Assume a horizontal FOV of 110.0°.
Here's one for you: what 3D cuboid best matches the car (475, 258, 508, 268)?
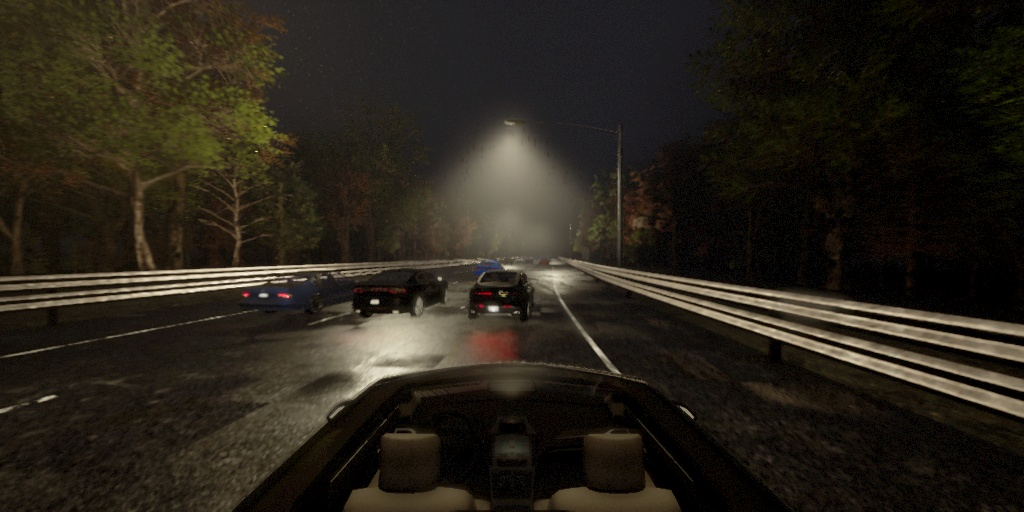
[{"bbox_3d":[-1.823,1.164,29.874,1.882,1.535,5.008,0,0,6],"label":"car"}]

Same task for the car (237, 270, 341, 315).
[{"bbox_3d":[-7.200,1.231,13.283,2.033,1.411,5.357,0,0,6],"label":"car"}]

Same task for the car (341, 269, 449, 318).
[{"bbox_3d":[-3.719,1.187,12.910,1.882,1.535,5.008,0,0,6],"label":"car"}]

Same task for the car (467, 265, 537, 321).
[{"bbox_3d":[-0.244,1.236,12.502,1.837,1.490,4.892,0,0,6],"label":"car"}]
